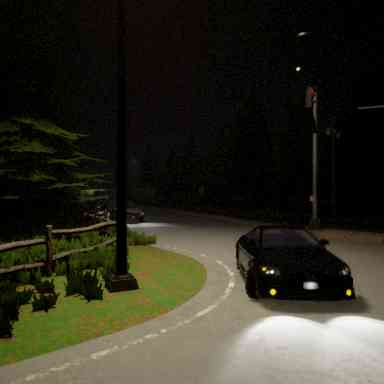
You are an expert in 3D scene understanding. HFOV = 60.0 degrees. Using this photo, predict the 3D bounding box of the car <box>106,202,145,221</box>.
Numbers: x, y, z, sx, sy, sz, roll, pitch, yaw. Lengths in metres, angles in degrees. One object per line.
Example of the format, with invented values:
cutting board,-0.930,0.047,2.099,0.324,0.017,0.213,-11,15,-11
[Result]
car,-5.011,1.498,25.255,1.812,1.442,4.674,0,0,-24

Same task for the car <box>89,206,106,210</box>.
car,-11.401,1.465,39.581,2.128,1.511,4.902,0,0,-24

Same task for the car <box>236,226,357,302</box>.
car,2.258,1.553,8.205,1.994,1.385,4.181,0,0,1
